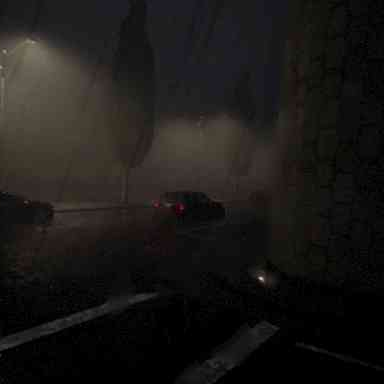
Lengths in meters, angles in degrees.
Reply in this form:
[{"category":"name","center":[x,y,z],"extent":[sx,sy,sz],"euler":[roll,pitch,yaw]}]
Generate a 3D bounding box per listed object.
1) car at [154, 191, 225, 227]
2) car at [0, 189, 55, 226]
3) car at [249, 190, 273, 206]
[{"category":"car","center":[0.008,0.740,18.264],"extent":[2.097,1.767,4.553],"euler":[6,3,34]},{"category":"car","center":[-7.909,0.601,13.177],"extent":[1.837,1.490,4.892],"euler":[6,3,35]},{"category":"car","center":[7.797,0.571,35.369],"extent":[1.882,1.535,5.008],"euler":[6,3,35]}]
